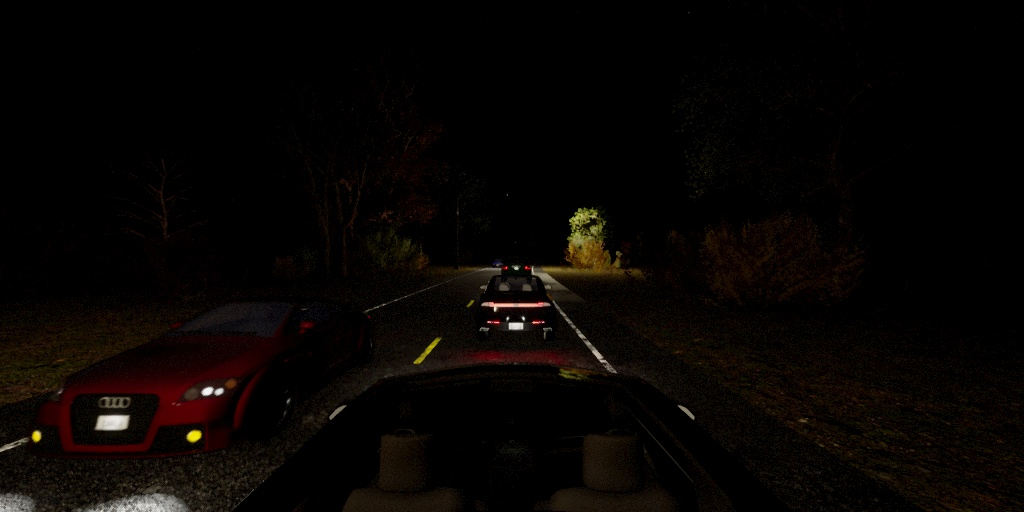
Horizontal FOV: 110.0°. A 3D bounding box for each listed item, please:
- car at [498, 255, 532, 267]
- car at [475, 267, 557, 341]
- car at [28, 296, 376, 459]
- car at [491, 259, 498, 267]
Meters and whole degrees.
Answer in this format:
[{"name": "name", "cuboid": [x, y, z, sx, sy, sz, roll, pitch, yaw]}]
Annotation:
[{"name": "car", "cuboid": [0.350, 0.951, 27.185, 2.150, 2.045, 5.566, 0, 0, 1]}, {"name": "car", "cuboid": [0.101, 1.237, 9.842, 2.128, 1.511, 4.902, 0, 0, 0]}, {"name": "car", "cuboid": [-3.593, 1.312, 5.216, 1.994, 1.385, 4.181, 0, 0, 0]}, {"name": "car", "cuboid": [-2.067, 1.210, 56.418, 1.812, 1.442, 4.674, 0, 0, 4]}]
